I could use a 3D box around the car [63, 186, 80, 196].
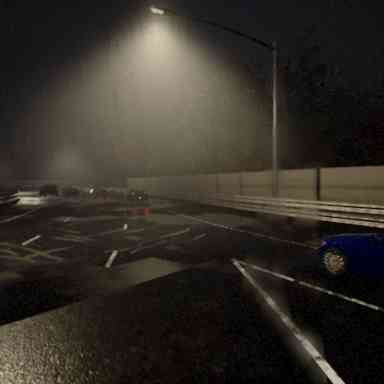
[{"bbox_3d":[-20.753,-0.090,57.009,1.882,1.535,5.008,-1,2,-34],"label":"car"}]

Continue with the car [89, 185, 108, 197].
[{"bbox_3d":[-14.955,0.023,54.154,1.812,1.442,4.674,-1,2,-30],"label":"car"}]

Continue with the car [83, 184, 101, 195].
[{"bbox_3d":[-17.495,-0.408,58.517,2.150,2.045,5.566,-1,1,-34],"label":"car"}]

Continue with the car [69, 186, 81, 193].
[{"bbox_3d":[-25.609,-0.476,72.702,1.812,1.442,4.674,-1,2,-26],"label":"car"}]

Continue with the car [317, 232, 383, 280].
[{"bbox_3d":[4.886,1.318,6.893,1.812,1.442,4.674,-1,2,-31],"label":"car"}]

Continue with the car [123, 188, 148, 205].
[{"bbox_3d":[-5.611,0.446,32.870,2.128,1.511,4.902,-2,-2,-20],"label":"car"}]

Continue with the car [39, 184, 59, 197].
[{"bbox_3d":[-23.717,-0.287,55.137,2.150,2.045,5.566,-1,2,-34],"label":"car"}]
